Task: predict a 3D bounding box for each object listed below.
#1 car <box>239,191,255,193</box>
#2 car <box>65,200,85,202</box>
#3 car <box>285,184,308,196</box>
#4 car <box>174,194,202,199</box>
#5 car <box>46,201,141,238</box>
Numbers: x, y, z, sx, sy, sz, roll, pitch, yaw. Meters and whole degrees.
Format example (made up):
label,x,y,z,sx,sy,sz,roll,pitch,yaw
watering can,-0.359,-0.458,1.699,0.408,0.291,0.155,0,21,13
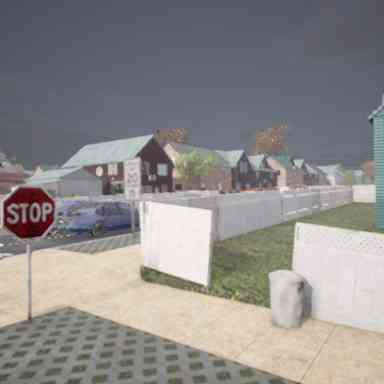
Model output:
label,x,y,z,sx,sy,sz,roll,pitch,yaw
car,5.420,0.644,33.066,1.882,1.535,5.008,-1,1,35
car,-6.070,1.181,16.672,1.882,1.535,5.008,-1,1,34
car,14.227,-0.013,45.464,2.150,2.045,5.566,-1,0,35
car,-0.397,0.915,24.805,1.882,1.535,5.008,-1,1,35
car,-3.745,1.188,15.539,2.033,1.411,5.357,-1,1,40
